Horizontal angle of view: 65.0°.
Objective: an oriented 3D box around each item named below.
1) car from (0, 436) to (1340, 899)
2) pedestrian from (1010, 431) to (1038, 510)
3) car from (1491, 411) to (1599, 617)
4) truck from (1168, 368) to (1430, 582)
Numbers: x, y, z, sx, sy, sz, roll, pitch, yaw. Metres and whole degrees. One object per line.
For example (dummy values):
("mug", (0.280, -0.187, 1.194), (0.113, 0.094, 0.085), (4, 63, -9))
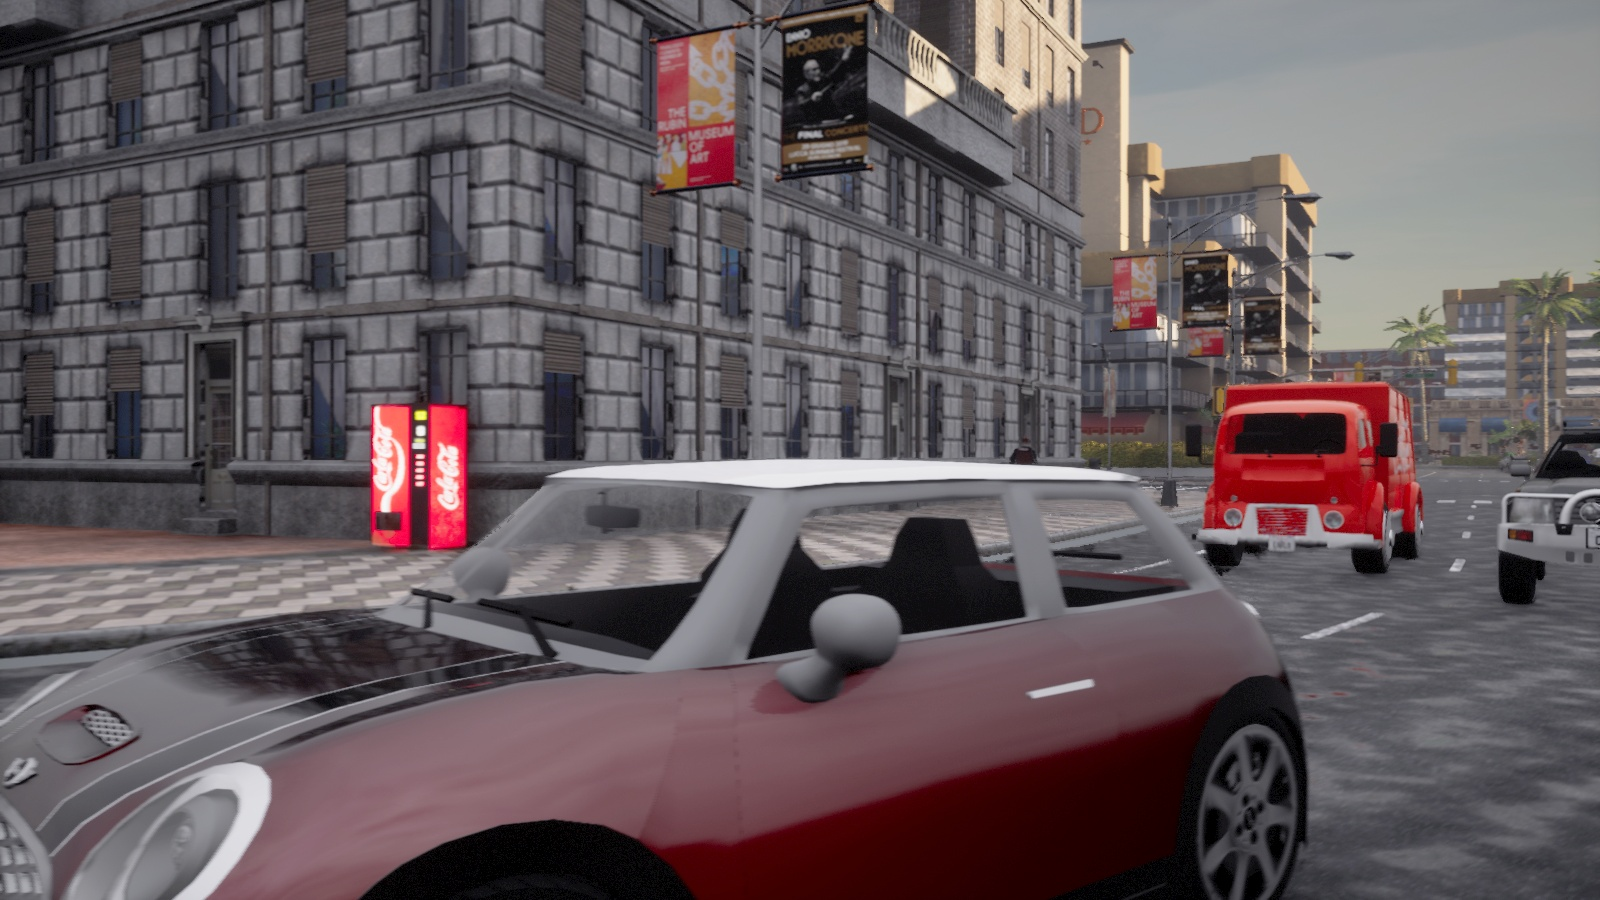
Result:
("car", (-0.360, 0.723, 3.538), (3.806, 1.475, 1.970), (0, 0, -40))
("pedestrian", (5.307, 0.481, 29.705), (0.376, 1.854, 0.720), (0, 0, 34))
("car", (8.551, 0.581, 13.195), (1.932, 1.855, 4.605), (0, 0, 33))
("truck", (7.085, 0.295, 17.410), (2.627, 2.467, 5.204), (0, 0, 30))
